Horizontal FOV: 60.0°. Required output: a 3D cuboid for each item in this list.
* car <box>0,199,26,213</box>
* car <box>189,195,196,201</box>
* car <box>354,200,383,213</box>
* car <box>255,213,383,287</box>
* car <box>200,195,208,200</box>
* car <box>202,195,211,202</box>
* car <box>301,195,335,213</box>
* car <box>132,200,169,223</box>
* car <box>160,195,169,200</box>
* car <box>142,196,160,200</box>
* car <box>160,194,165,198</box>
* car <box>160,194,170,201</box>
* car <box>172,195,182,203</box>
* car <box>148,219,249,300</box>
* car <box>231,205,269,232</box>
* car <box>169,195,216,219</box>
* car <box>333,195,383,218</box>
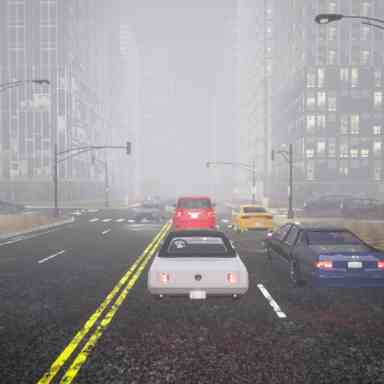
[{"bbox_3d":[-19.359,1.407,33.970,4.181,1.385,1.994,1,1,1],"label":"car"},{"bbox_3d":[0.081,1.449,82.183,1.812,1.442,4.674,0,0,0],"label":"car"},{"bbox_3d":[21.848,1.642,39.043,4.829,1.417,1.752,1,0,1],"label":"car"},{"bbox_3d":[3.364,1.543,9.356,2.033,1.411,5.357,0,0,0],"label":"car"},{"bbox_3d":[3.342,1.448,92.399,2.033,1.411,5.357,0,0,0],"label":"car"},{"bbox_3d":[3.328,1.410,77.041,1.882,1.535,5.008,0,0,0],"label":"car"},{"bbox_3d":[14.948,1.319,36.549,5.566,2.045,2.150,0,1,1],"label":"car"},{"bbox_3d":[-3.168,1.548,25.900,2.033,1.411,5.357,0,-1,4],"label":"car"},{"bbox_3d":[-3.289,1.528,51.177,1.994,1.385,4.181,0,0,0],"label":"car"},{"bbox_3d":[-6.545,1.456,50.744,2.128,1.511,4.902,0,0,0],"label":"car"},{"bbox_3d":[-6.494,1.431,60.417,1.882,1.535,5.008,0,0,-1],"label":"car"},{"bbox_3d":[-6.421,1.282,80.618,2.097,1.767,4.553,0,0,0],"label":"car"},{"bbox_3d":[-3.180,1.465,71.526,2.128,1.511,4.902,0,0,0],"label":"car"},{"bbox_3d":[0.110,1.597,8.329,1.895,1.301,4.718,0,0,0],"label":"car"},{"bbox_3d":[3.372,1.468,19.175,1.882,1.535,5.008,0,0,1],"label":"car"},{"bbox_3d":[0.118,1.212,18.088,2.150,2.045,5.566,0,0,0],"label":"car"},{"bbox_3d":[16.232,1.518,30.762,5.009,1.841,2.192,1,0,1],"label":"car"}]
